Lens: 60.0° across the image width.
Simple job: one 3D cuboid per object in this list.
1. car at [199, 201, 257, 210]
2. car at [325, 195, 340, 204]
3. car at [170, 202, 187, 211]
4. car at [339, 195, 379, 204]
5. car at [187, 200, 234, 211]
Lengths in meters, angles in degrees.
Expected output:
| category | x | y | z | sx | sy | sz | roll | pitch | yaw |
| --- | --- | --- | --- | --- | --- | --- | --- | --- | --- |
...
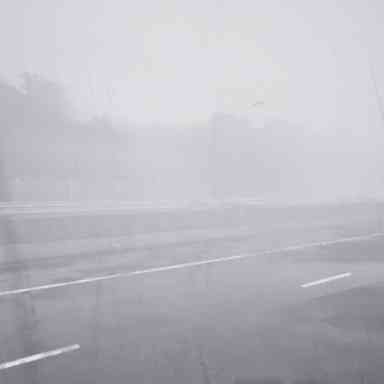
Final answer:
| category | x | y | z | sx | sy | sz | roll | pitch | yaw |
| --- | --- | --- | --- | --- | --- | --- | --- | --- | --- |
| car | 3.163 | 1.523 | 23.286 | 4.718 | 1.301 | 1.895 | 0 | 0 | -35 |
| car | 19.058 | 1.133 | 42.435 | 4.902 | 1.511 | 2.128 | -1 | 1 | -33 |
| car | 0.135 | 1.475 | 29.694 | 4.181 | 1.385 | 1.994 | 0 | 0 | -35 |
| car | 19.916 | 1.161 | 38.823 | 4.902 | 1.511 | 2.128 | -1 | 1 | -33 |
| car | 2.407 | 1.403 | 27.011 | 4.902 | 1.511 | 2.128 | 0 | 0 | -34 |
